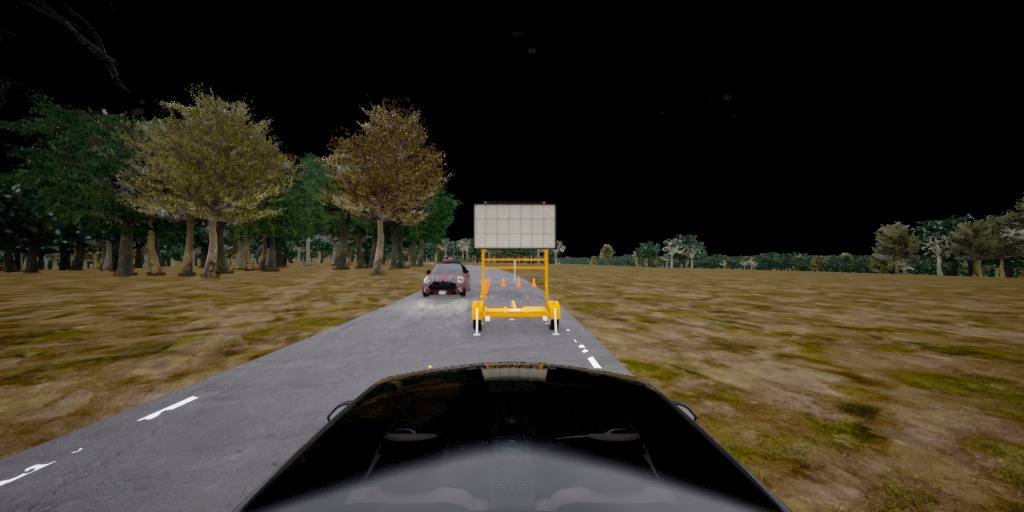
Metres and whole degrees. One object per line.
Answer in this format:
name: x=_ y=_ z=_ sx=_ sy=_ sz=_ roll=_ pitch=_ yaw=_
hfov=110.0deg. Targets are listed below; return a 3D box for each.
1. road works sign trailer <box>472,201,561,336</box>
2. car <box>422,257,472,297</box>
road works sign trailer: x=0.077 y=0.214 z=10.436 sx=2.380 sy=3.560 sz=2.880 roll=0 pitch=0 yaw=-2
car: x=-3.287 y=1.101 z=18.723 sx=2.097 sy=1.767 sz=4.553 roll=0 pitch=0 yaw=-3
